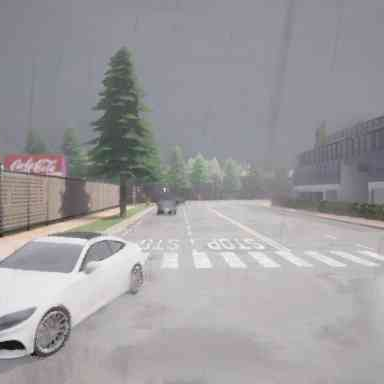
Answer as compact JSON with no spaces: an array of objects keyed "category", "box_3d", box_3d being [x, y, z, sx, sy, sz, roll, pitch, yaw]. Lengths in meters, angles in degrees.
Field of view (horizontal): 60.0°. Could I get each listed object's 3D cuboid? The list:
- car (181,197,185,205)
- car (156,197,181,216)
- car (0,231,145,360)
[{"category":"car","box_3d":[-2.640,1.561,57.292,1.895,1.301,4.718,0,0,15]},{"category":"car","box_3d":[-2.398,1.502,32.313,2.128,1.511,4.902,0,0,-2]},{"category":"car","box_3d":[-2.385,1.539,6.286,1.812,1.442,4.674,1,0,14]}]
